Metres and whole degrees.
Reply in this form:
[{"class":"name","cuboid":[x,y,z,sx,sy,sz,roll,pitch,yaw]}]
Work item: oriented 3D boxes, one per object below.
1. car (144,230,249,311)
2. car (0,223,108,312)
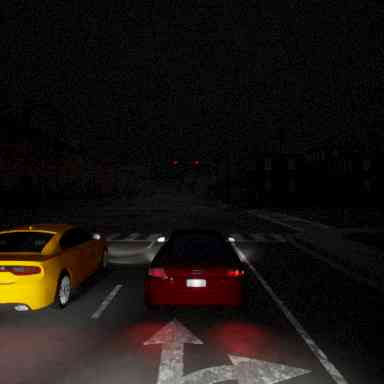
[{"class":"car","cuboid":[0.107,1.564,7.828,1.994,1.385,4.181,0,0,1]},{"class":"car","cuboid":[-3.385,1.478,7.860,1.882,1.535,5.008,0,0,0]}]
